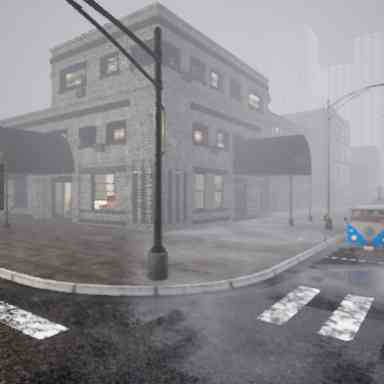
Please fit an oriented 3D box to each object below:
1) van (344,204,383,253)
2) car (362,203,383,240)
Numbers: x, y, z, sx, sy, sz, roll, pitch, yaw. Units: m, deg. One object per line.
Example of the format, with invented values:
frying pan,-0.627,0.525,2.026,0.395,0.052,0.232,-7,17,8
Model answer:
van,7.095,1.355,12.808,1.690,1.788,3.998,0,0,35
car,10.291,1.460,17.313,1.967,1.590,4.097,0,0,35
